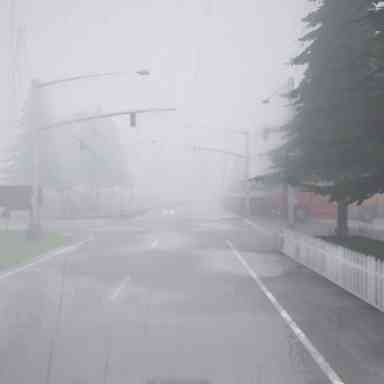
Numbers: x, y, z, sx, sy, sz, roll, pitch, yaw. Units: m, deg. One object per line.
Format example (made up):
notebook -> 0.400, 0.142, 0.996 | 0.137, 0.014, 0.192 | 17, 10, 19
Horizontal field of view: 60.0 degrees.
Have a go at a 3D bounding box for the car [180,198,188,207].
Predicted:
car -> -2.483, 2.106, 68.696 | 2.097, 1.767, 4.553 | 0, -1, 22

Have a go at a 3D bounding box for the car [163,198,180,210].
car -> -3.557, 2.078, 52.964 | 2.128, 1.511, 4.902 | 0, -1, 0

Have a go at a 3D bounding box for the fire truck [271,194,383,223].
fire truck -> 10.761, 0.434, 26.243 | 8.468, 3.827, 2.891 | 0, -1, 0
